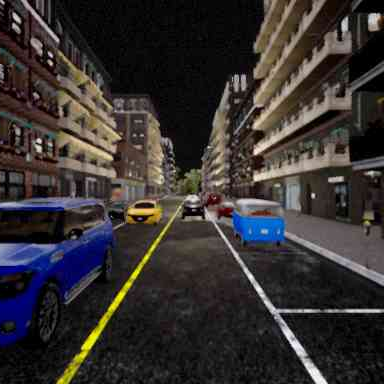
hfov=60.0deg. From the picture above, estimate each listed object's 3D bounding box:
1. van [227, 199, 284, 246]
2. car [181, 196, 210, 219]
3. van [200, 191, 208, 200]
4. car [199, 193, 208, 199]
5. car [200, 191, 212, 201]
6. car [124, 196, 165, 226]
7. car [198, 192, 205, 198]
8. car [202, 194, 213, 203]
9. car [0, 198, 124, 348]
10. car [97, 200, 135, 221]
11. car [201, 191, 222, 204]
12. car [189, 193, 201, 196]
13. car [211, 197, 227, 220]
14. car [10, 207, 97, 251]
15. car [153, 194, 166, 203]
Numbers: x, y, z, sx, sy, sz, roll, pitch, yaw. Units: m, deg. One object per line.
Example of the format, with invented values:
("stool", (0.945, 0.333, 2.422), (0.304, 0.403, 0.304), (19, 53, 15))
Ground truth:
("van", (2.704, 1.225, 14.260), (1.690, 1.788, 3.998), (1, 0, 0))
("car", (0.105, 1.334, 26.449), (2.033, 1.411, 5.357), (0, 0, 0))
("van", (2.704, 0.737, 75.539), (1.690, 1.788, 3.998), (1, 0, 0))
("car", (2.701, 0.903, 81.112), (2.008, 1.369, 4.403), (1, 0, 0))
("car", (2.704, 0.799, 64.397), (2.192, 1.841, 5.009), (1, 0, 0))
("car", (-3.076, 1.298, 22.240), (1.882, 1.535, 5.008), (0, 1, 0))
("car", (2.701, 0.788, 92.423), (1.752, 1.417, 4.829), (1, 0, 0))
("car", (2.701, 1.052, 58.997), (1.752, 1.417, 4.829), (1, 0, 0))
("car", (-3.084, 1.169, 6.549), (2.150, 2.045, 5.566), (0, 0, 1))
("car", (-5.679, 1.361, 25.442), (1.947, 1.339, 4.313), (1, 0, 0))
("car", (2.704, 0.976, 42.113), (2.192, 1.841, 5.009), (1, 0, 0))
("car", (0.103, 1.154, 46.290), (1.812, 1.442, 4.674), (0, 0, 0))
("car", (2.701, 1.339, 25.402), (1.887, 1.381, 4.507), (1, 0, 0))
("car", (-5.679, 1.450, 14.301), (1.947, 1.339, 4.313), (1, 0, 0))
("car", (-5.680, 1.111, 58.868), (1.802, 1.307, 4.206), (1, 0, 0))
